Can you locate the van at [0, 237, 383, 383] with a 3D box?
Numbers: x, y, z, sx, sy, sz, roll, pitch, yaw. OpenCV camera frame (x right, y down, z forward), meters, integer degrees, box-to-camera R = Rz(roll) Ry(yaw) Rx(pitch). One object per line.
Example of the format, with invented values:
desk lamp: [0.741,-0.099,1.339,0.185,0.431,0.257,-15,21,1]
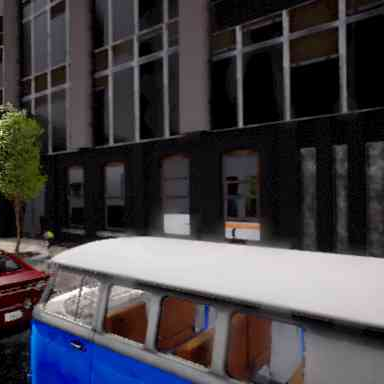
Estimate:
van: [0.304,1.354,2.659,3.998,1.788,1.690,-1,0,36]
